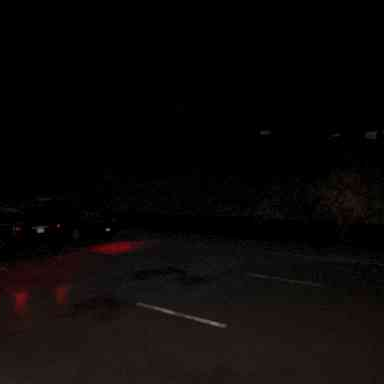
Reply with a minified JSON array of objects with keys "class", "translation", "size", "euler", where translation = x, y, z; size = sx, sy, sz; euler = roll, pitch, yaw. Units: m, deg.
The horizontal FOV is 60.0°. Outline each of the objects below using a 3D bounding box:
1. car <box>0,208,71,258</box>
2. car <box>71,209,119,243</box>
[{"class":"car","translation":[-7.216,1.437,13.343],"size":[4.553,1.767,2.097],"euler":[0,0,36]},{"class":"car","translation":[-5.846,1.565,16.674],"size":[5.008,1.535,1.882],"euler":[0,0,36]}]
